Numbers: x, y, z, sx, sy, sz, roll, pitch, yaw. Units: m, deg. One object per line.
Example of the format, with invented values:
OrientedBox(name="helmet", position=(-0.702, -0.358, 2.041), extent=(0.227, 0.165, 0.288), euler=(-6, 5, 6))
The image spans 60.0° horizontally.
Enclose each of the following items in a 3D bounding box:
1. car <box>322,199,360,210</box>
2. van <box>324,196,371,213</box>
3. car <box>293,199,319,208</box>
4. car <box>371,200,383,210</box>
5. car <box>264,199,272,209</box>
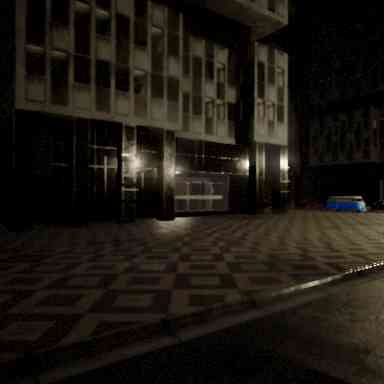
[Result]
OrientedBox(name="car", position=(20.384, 1.685, 45.734), extent=(2.008, 1.369, 4.403), euler=(0, 0, -35))
OrientedBox(name="van", position=(16.715, 1.374, 36.184), extent=(1.690, 1.788, 3.998), euler=(0, 0, -35))
OrientedBox(name="car", position=(17.111, 1.755, 50.337), extent=(1.802, 1.307, 4.206), euler=(0, 0, -35))
OrientedBox(name="car", position=(23.658, 1.660, 41.130), extent=(1.947, 1.339, 4.313), euler=(0, 0, -35))
OrientedBox(name="car", position=(10.169, 1.656, 45.390), extent=(1.887, 1.381, 4.507), euler=(0, 0, -35))
